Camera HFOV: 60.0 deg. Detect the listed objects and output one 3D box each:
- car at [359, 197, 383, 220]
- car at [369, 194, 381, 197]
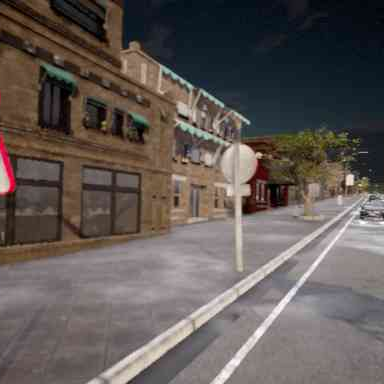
[{"bbox_3d":[14.969,1.445,27.460,1.812,1.442,4.674,0,0,29],"label":"car"},{"bbox_3d":[35.421,1.027,64.521,2.033,1.411,5.357,0,1,29],"label":"car"}]
